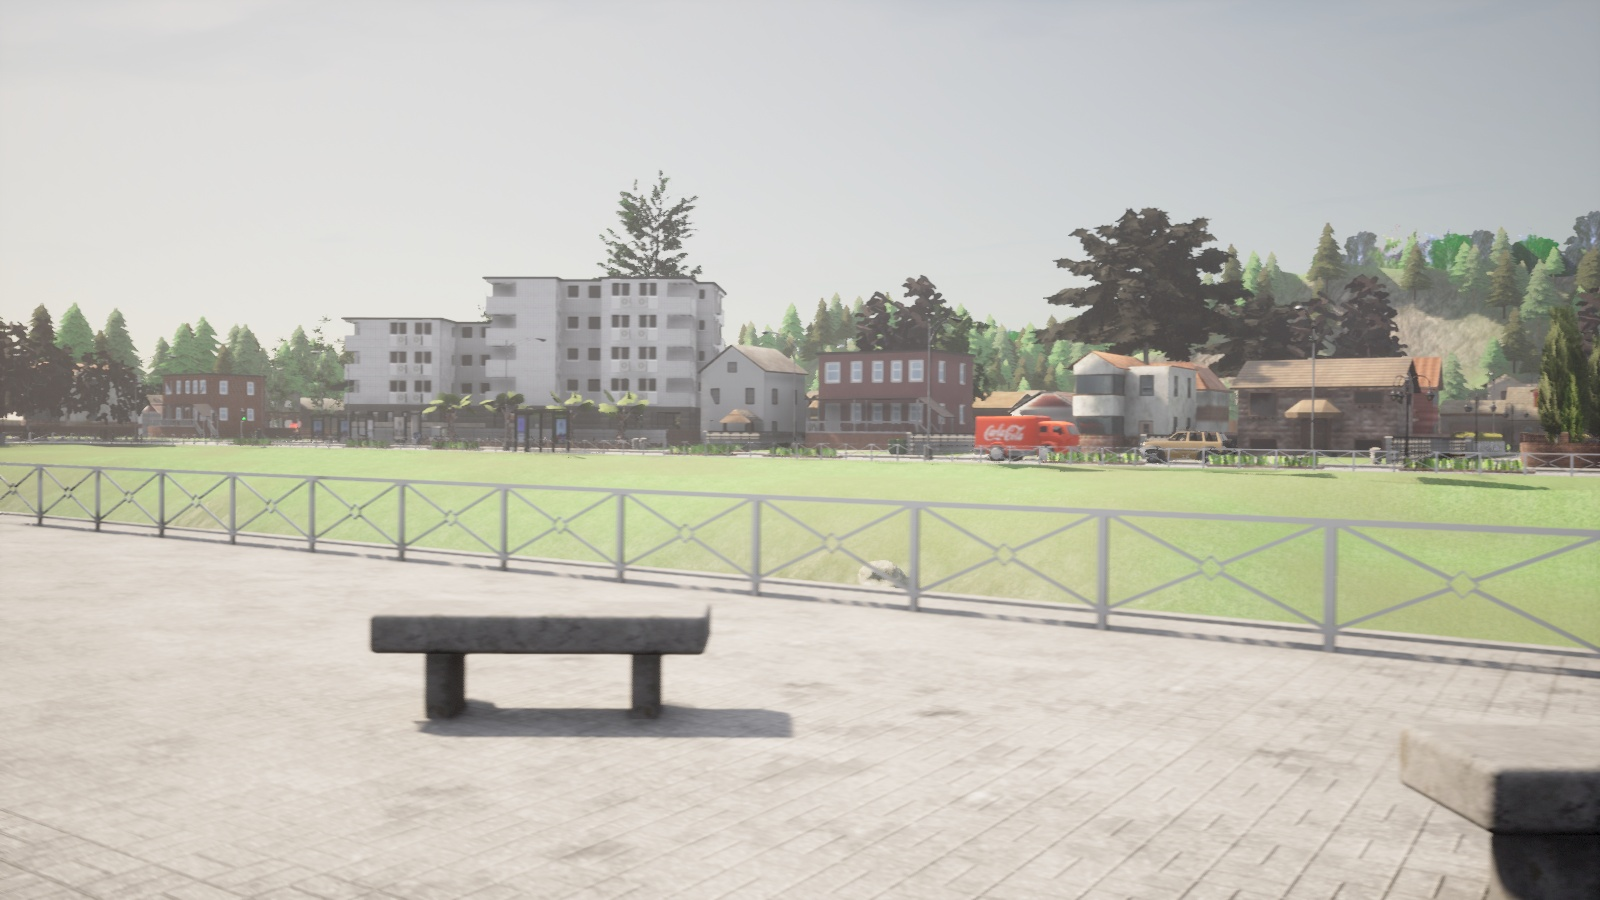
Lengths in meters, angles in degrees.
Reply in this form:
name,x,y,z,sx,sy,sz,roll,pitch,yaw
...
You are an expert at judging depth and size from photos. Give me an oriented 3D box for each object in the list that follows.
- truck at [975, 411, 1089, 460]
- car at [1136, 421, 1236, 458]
name,x,y,z,sx,sy,sz,roll,pitch,yaw
truck,12.064,-0.758,65.454,5.204,2.467,2.627,0,1,34
car,19.958,-0.520,65.017,4.605,1.855,1.932,0,1,34
